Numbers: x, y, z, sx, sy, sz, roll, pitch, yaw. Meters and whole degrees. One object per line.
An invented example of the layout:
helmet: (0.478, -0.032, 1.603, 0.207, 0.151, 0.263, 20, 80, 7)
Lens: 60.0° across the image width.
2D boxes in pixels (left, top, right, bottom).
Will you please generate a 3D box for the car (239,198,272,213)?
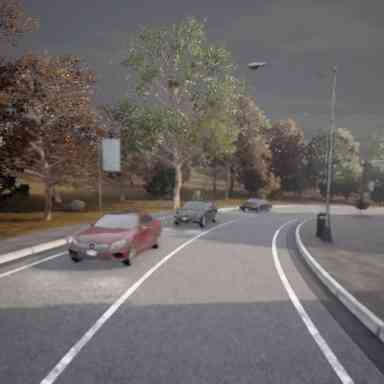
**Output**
car: (6.812, 1.367, 34.953, 2.033, 1.411, 5.357, 4, 2, 33)

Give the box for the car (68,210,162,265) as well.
car: (-2.314, 1.378, 11.337, 1.812, 1.442, 4.674, 2, 1, 10)

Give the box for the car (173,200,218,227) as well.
car: (0.357, 1.294, 21.370, 1.837, 1.490, 4.892, 3, 1, 19)
